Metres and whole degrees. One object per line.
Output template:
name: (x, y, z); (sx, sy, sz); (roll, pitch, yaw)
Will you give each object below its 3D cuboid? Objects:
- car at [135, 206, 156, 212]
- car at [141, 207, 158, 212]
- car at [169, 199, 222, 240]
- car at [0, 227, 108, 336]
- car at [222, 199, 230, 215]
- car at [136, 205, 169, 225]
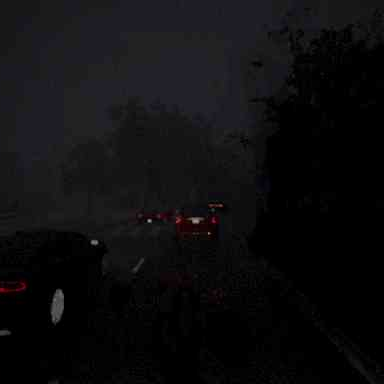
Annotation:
car: (-11.190, 4.135, 80.541); (4.892, 1.490, 1.837); (1, -3, -13)
car: (-10.679, 4.386, 83.926); (4.181, 1.385, 1.994); (1, -3, -13)
car: (0.238, 1.326, 16.871); (2.097, 1.767, 4.553); (0, 0, 2)
car: (-3.149, 1.468, 6.887); (1.882, 1.535, 5.008); (0, 0, 0)
car: (2.552, 1.453, 32.850); (1.837, 1.490, 4.892); (-1, -1, 13)
car: (-2.491, 1.577, 23.797); (1.895, 1.301, 4.718); (0, 0, 7)
